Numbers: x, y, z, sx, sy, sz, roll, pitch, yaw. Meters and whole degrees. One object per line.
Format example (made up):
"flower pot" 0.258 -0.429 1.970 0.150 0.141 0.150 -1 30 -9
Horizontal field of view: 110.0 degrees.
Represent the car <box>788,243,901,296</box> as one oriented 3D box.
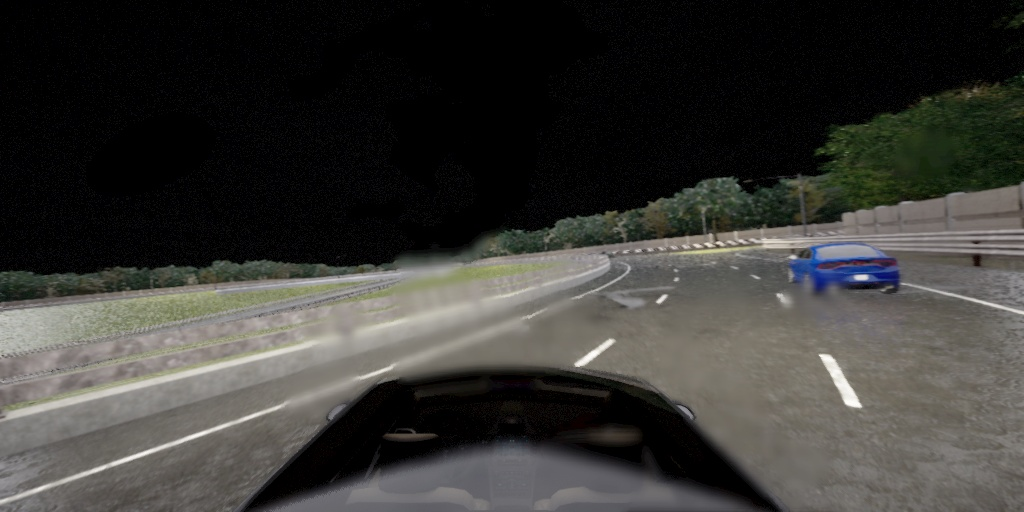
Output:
"car" 10.494 0.316 11.706 1.882 1.535 5.008 -5 0 30
